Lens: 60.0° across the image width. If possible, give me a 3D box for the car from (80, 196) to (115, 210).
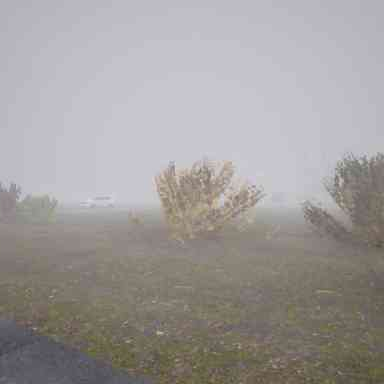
[{"bbox_3d":[-14.523,1.649,51.467,2.150,2.045,5.566,-1,-1,36],"label":"car"}]
